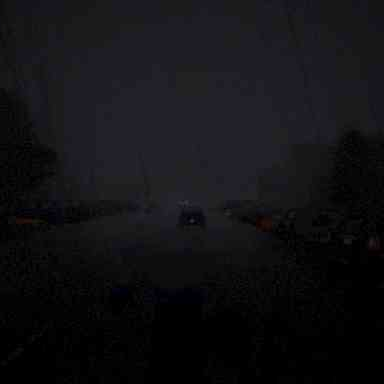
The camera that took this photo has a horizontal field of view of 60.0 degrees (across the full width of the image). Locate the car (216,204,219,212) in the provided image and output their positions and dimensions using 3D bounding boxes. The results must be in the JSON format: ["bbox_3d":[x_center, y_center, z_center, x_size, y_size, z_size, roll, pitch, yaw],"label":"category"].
[{"bbox_3d":[6.155,2.181,42.387,5.008,1.535,2.097,1,-1,-21],"label":"car"}]

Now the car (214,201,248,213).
[{"bbox_3d":[6.002,2.226,51.230,4.553,1.767,2.185,1,-1,-21],"label":"car"}]

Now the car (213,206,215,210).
[{"bbox_3d":[6.097,2.325,48.298,4.792,1.488,2.163,1,-1,-21],"label":"car"}]

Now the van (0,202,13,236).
[{"bbox_3d":[-11.552,1.493,16.247,4.442,1.987,1.878,0,-1,-20],"label":"van"}]

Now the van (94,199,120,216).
[{"bbox_3d":[-11.418,1.962,40.287,4.442,1.987,1.878,0,-1,-19],"label":"van"}]

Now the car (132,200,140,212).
[{"bbox_3d":[-11.107,2.112,49.345,5.566,2.045,2.435,0,-1,-19],"label":"car"}]

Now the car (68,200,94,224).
[{"bbox_3d":[-11.490,1.701,28.287,5.566,2.045,2.435,0,-1,-20],"label":"car"}]

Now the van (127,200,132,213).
[{"bbox_3d":[-11.084,2.078,46.375,4.442,1.987,1.878,0,-1,-19],"label":"van"}]

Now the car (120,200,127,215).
[{"bbox_3d":[-11.221,2.120,43.338,4.553,1.767,2.185,0,-1,-19],"label":"car"}]

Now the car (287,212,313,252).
[{"bbox_3d":[6.391,1.666,13.025,4.674,1.452,2.002,1,-1,-20],"label":"car"}]

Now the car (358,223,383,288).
[{"bbox_3d":[6.399,1.542,7.162,5.008,1.535,2.097,1,-1,-20],"label":"car"}]

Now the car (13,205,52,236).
[{"bbox_3d":[-11.282,1.771,19.347,5.366,1.575,1.946,0,-1,-20],"label":"car"}]

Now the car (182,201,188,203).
[{"bbox_3d":[0.187,2.235,42.037,1.812,1.442,4.674,0,-1,5],"label":"car"}]

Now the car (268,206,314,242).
[{"bbox_3d":[6.345,1.550,15.960,4.553,1.767,2.185,1,-1,-20],"label":"car"}]

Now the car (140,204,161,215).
[{"bbox_3d":[-5.161,2.308,44.384,2.033,1.411,5.357,0,-1,0],"label":"car"}]

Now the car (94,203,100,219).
[{"bbox_3d":[-11.460,2.041,31.297,4.792,1.488,2.163,0,-1,-19],"label":"car"}]

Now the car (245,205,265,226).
[{"bbox_3d":[6.332,1.788,21.836,4.892,1.521,2.231,1,-1,-20],"label":"car"}]

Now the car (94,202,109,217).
[{"bbox_3d":[-11.409,2.071,34.317,4.892,1.521,2.231,0,-1,-19],"label":"car"}]

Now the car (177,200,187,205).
[{"bbox_3d":[-1.755,2.581,58.675,2.033,1.411,5.357,0,-1,-1],"label":"car"}]

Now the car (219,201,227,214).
[{"bbox_3d":[6.040,2.062,36.443,5.366,1.575,1.946,1,-1,-20],"label":"car"}]

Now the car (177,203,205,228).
[{"bbox_3d":[-0.008,1.867,25.488,1.882,1.535,5.008,0,-1,0],"label":"car"}]

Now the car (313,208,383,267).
[{"bbox_3d":[6.369,1.456,10.095,4.553,1.767,2.185,1,-1,-20],"label":"car"}]

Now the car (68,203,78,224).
[{"bbox_3d":[-11.470,1.894,25.279,4.892,1.521,2.231,0,-1,-20],"label":"car"}]

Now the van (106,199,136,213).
[{"bbox_3d":[-11.182,2.197,52.288,4.442,1.987,1.878,0,-1,-19],"label":"van"}]

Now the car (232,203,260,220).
[{"bbox_3d":[6.305,1.899,27.702,5.008,1.535,2.097,1,-1,-20],"label":"car"}]

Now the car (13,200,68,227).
[{"bbox_3d":[-11.499,1.583,22.270,5.566,2.045,2.435,0,-1,-20],"label":"car"}]

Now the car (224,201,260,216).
[{"bbox_3d":[6.253,2.012,33.573,5.008,1.535,2.097,1,-1,-20],"label":"car"}]

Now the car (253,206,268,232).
[{"bbox_3d":[6.352,1.730,18.899,5.008,1.535,2.097,1,-1,-20],"label":"car"}]

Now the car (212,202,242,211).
[{"bbox_3d":[5.945,2.505,57.133,4.674,1.452,2.002,1,-1,-21],"label":"car"}]

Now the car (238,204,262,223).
[{"bbox_3d":[6.315,1.844,24.768,4.892,1.521,2.231,1,-1,-20],"label":"car"}]

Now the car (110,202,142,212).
[{"bbox_3d":[-11.004,2.480,55.321,5.008,1.535,2.097,0,-1,-19],"label":"car"}]

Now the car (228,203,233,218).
[{"bbox_3d":[6.244,1.985,30.628,4.792,1.488,2.163,1,-1,-20],"label":"car"}]
